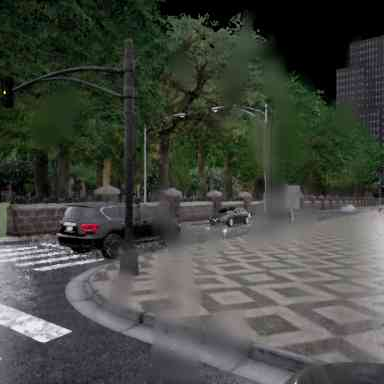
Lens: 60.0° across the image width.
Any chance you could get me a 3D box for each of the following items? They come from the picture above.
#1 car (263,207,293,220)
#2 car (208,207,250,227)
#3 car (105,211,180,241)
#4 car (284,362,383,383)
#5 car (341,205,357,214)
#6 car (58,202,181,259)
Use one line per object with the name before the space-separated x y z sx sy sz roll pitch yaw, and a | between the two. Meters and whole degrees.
car | 9.657 2.369 37.036 1.895 1.301 4.718 0 -1 36
car | 3.230 2.040 27.991 1.837 1.490 4.892 0 -1 35
car | -2.781 1.887 19.520 1.994 1.385 4.181 0 -1 35
car | 2.349 1.551 1.281 4.403 1.369 2.008 0 0 36
car | 25.247 2.769 53.500 1.812 1.442 4.674 0 -1 35
car | -2.790 1.450 13.982 2.150 2.045 5.566 0 -1 35
